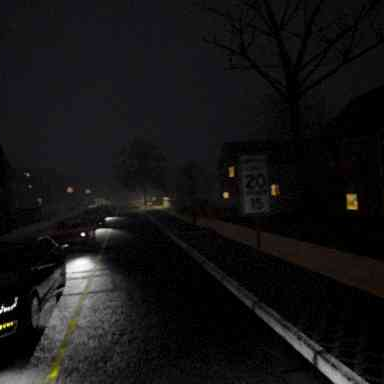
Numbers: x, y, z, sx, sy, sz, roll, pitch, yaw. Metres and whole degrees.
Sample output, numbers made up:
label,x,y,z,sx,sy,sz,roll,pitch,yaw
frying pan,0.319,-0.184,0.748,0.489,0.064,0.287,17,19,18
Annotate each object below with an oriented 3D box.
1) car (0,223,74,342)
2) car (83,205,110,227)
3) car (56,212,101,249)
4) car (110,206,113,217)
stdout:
label,x,y,z,sx,sy,sz,roll,pitch,yaw
car,-3.897,1.747,6.992,1.837,1.490,4.892,-4,0,-12
car,-7.720,2.021,25.770,1.994,1.385,4.181,-4,0,-12
car,-5.733,1.949,16.046,1.895,1.301,4.718,-4,0,-11
car,-10.122,2.144,37.865,1.994,1.385,4.181,-4,0,-11
